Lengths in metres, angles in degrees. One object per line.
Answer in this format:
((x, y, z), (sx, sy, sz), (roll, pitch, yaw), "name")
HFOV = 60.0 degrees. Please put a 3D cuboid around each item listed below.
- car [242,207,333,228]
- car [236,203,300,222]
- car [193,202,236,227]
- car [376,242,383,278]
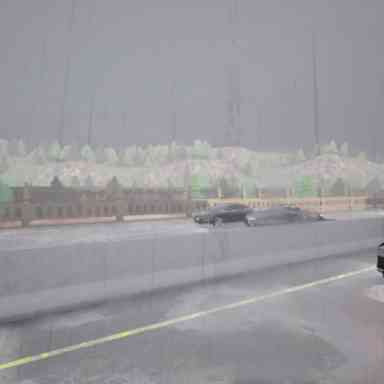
((4.940, 1.601, 16.112), (4.718, 1.301, 1.895), (0, 0, -35), "car")
((5.437, 1.492, 20.765), (4.902, 1.511, 2.128), (0, 0, -35), "car")
((2.345, 1.505, 22.858), (4.892, 1.490, 1.837), (0, 0, -35), "car")
((6.583, 1.492, 8.441), (4.902, 1.511, 2.128), (0, 0, -35), "car")
